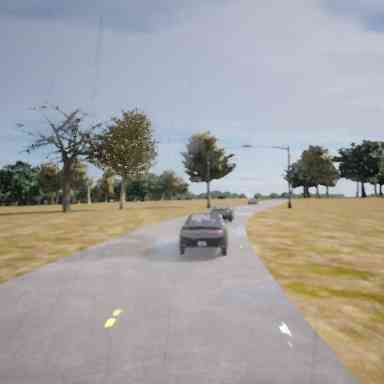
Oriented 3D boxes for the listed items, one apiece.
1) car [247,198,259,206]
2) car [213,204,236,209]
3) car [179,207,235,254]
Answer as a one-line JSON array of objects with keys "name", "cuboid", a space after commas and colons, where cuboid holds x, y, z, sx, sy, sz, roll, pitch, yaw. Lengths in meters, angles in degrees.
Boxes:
[{"name": "car", "cuboid": [13.029, 2.100, 70.990, 1.837, 1.490, 4.892, -1, 0, 20]}, {"name": "car", "cuboid": [2.682, 1.766, 28.812, 2.128, 1.511, 4.902, -1, -1, 11]}, {"name": "car", "cuboid": [0.580, 1.630, 14.114, 2.128, 1.511, 4.902, 0, 0, 5]}]
